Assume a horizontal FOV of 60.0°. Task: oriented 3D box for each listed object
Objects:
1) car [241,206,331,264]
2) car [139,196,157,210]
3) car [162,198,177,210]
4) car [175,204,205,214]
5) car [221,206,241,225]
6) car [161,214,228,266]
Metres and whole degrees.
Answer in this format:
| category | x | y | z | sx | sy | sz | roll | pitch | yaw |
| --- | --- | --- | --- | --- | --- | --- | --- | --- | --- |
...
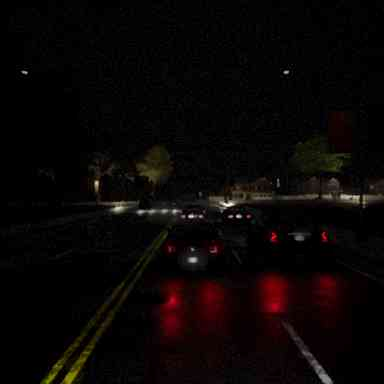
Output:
| category | x | y | z | sx | sy | sz | roll | pitch | yaw |
| --- | --- | --- | --- | --- | --- | --- | --- | --- | --- |
| car | 3.301 | 1.445 | 12.295 | 2.097 | 1.767 | 4.553 | 0 | 0 | 0 |
| car | -6.561 | 1.602 | 50.041 | 2.150 | 2.045 | 5.566 | 0 | 0 | 1 |
| car | -3.312 | 1.738 | 50.184 | 2.097 | 1.767 | 4.553 | 0 | -1 | 0 |
| car | 0.036 | 1.741 | 25.287 | 2.033 | 1.411 | 5.357 | 0 | 0 | 1 |
| car | 3.286 | 1.740 | 25.267 | 2.033 | 1.411 | 5.357 | 0 | 0 | 0 |
| car | 0.044 | 1.691 | 11.809 | 1.895 | 1.301 | 4.718 | 0 | 0 | 1 |
